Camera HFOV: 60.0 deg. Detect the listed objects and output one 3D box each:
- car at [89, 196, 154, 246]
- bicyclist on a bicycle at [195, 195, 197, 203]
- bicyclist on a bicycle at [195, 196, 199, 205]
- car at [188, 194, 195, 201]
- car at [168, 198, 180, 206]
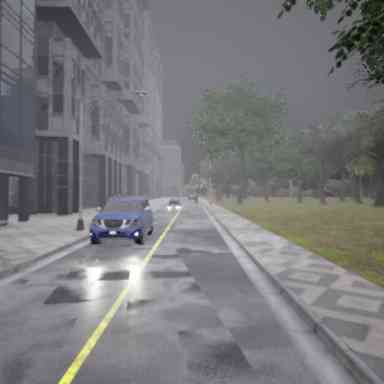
[{"bbox_3d":[-3.100,1.225,15.754,2.150,2.045,5.566,0,0,0],"label":"car"},{"bbox_3d":[0.823,1.532,68.583,0.582,1.620,1.656,0,0,0],"label":"bicyclist on a bicycle"},{"bbox_3d":[0.824,1.511,59.582,0.582,1.620,1.656,0,0,0],"label":"bicyclist on a bicycle"},{"bbox_3d":[-0.003,1.424,88.631,2.097,1.767,4.553,0,0,0],"label":"car"},{"bbox_3d":[-3.036,1.653,56.974,1.895,1.301,4.718,0,0,1],"label":"car"}]
